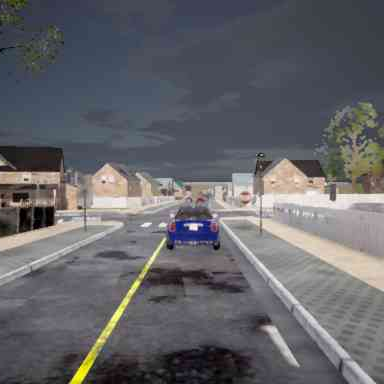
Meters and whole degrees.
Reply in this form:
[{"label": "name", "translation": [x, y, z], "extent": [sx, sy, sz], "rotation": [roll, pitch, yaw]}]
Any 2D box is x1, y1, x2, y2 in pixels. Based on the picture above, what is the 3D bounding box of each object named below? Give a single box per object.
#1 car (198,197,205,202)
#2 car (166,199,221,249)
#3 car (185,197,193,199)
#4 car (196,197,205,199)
[{"label": "car", "translation": [2.586, 1.913, 88.732], "extent": [1.895, 1.301, 4.718], "rotation": [0, -1, 3]}, {"label": "car", "translation": [0.073, 1.372, 14.615], "extent": [2.097, 1.767, 4.553], "rotation": [0, 0, 1]}, {"label": "car", "translation": [-0.696, 1.888, 79.091], "extent": [1.812, 1.442, 4.674], "rotation": [0, -1, 3]}, {"label": "car", "translation": [1.851, 1.760, 74.967], "extent": [1.812, 1.442, 4.674], "rotation": [0, -1, 3]}]
